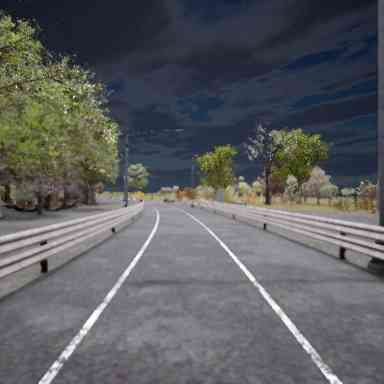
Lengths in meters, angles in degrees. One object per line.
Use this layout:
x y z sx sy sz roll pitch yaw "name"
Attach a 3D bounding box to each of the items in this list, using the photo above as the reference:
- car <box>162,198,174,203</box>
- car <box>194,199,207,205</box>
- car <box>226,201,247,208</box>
-6.784 2.399 93.567 2.033 1.411 5.357 0 0 -25 "car"
1.689 2.343 75.159 2.033 1.411 5.357 0 0 -25 "car"
8.028 2.273 61.393 2.033 1.411 5.357 0 0 -25 "car"
